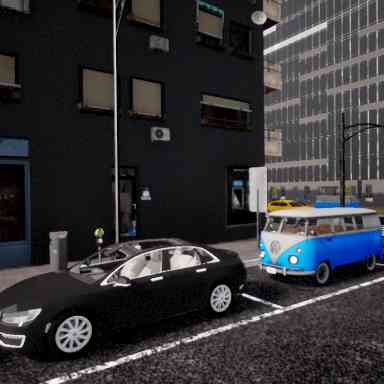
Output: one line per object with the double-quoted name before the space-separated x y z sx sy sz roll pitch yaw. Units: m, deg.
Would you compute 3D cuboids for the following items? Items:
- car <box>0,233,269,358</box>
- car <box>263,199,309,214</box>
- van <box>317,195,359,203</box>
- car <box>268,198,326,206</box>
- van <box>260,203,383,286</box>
"car" -0.967 1.551 5.880 4.403 1.369 2.008 0 -1 -35
"car" 9.646 1.406 34.290 1.947 1.339 4.313 -1 1 -35
"van" 12.823 1.207 29.772 1.690 1.788 3.998 -1 1 -35
"car" 7.800 1.421 26.842 1.882 1.535 5.008 -1 1 -35
"van" 3.593 1.341 9.134 3.998 1.788 1.690 0 -1 -35
